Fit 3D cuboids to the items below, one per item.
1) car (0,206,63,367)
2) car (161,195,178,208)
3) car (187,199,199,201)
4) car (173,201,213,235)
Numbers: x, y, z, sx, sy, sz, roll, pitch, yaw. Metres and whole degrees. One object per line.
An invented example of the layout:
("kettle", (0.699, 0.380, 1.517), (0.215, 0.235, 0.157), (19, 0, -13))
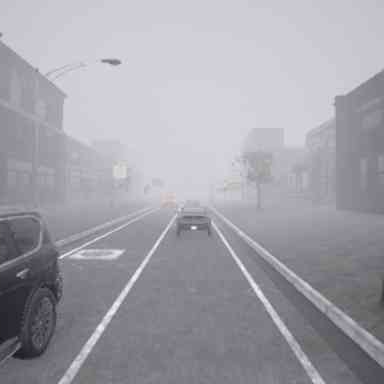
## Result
("car", (-3.101, 1.222, 3.051), (2.150, 2.045, 5.566), (0, 0, 0))
("car", (-3.092, 1.260, 46.086), (2.097, 1.767, 4.553), (0, 0, 0))
("car", (0.079, 1.476, 36.912), (2.033, 1.411, 5.357), (-1, 0, -1))
("car", (0.095, 1.492, 18.679), (1.837, 1.490, 4.892), (0, 0, 0))
